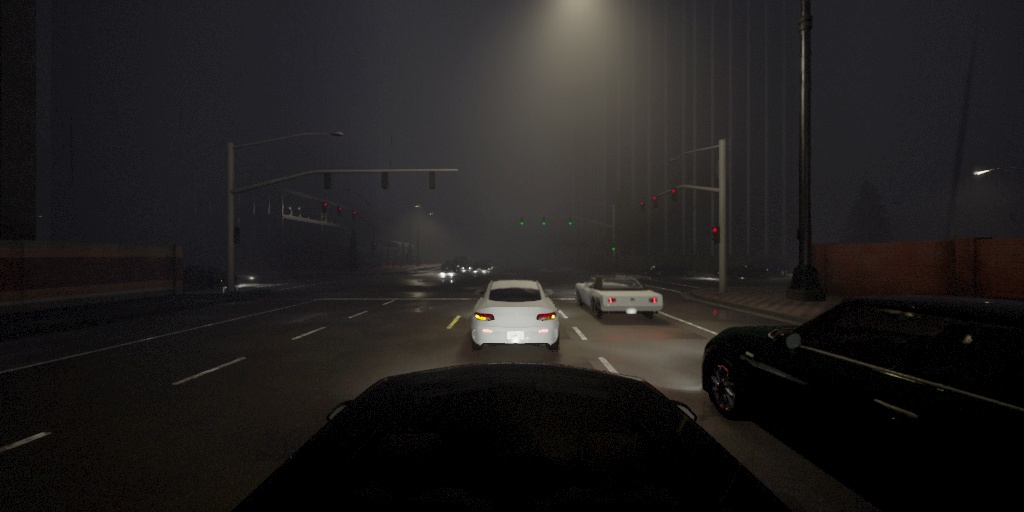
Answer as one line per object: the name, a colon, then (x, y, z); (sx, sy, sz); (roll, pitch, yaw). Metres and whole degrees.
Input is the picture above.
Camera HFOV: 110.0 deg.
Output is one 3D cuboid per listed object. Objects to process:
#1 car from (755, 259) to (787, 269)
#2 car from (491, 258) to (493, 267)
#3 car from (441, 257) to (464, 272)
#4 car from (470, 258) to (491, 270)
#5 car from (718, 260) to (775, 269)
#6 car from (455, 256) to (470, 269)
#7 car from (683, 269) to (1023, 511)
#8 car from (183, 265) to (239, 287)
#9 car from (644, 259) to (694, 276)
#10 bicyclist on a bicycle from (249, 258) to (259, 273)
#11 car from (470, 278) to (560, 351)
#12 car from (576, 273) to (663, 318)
car: (24.235, 1.102, 35.186); (4.553, 1.767, 2.097); (0, 0, 0)
car: (-4.538, 1.275, 59.394); (1.812, 1.442, 4.674); (0, 0, -1)
car: (-7.885, 1.241, 46.213); (2.128, 1.511, 4.902); (0, 0, 1)
car: (-4.416, 1.314, 50.778); (1.994, 1.385, 4.181); (0, 0, -1)
car: (20.194, 1.314, 31.651); (4.181, 1.385, 1.994); (0, 0, -1)
car: (-7.991, 0.971, 56.059); (2.150, 2.045, 5.566); (0, 0, -1)
car: (3.600, 1.101, 2.981); (2.097, 1.767, 4.553); (0, 0, 0)
car: (-20.910, 1.314, 24.057); (4.181, 1.385, 1.994); (0, 0, -1)
car: (15.343, 1.102, 35.106); (4.553, 1.767, 2.097); (0, 0, 0)
bicyclist on a bicycle: (-28.403, 1.051, 39.478); (0.582, 1.620, 1.656); (0, 0, -1)
car: (0.058, 1.275, 8.855); (1.812, 1.442, 4.674); (0, 0, 0)
car: (3.562, 1.351, 12.901); (1.895, 1.301, 4.718); (0, 0, 0)
